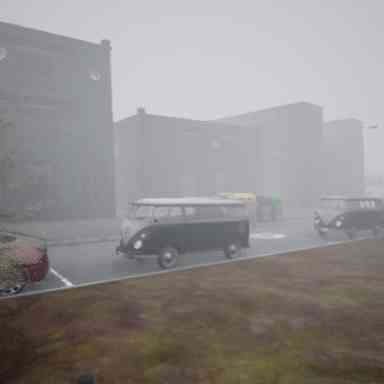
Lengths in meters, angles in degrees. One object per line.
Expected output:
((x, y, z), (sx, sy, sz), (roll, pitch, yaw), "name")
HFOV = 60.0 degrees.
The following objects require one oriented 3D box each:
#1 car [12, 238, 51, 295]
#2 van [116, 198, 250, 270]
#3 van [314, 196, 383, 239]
((-5.495, 1.455, 6.803), (4.792, 1.488, 2.163), (1, 0, -37), "car")
((-0.199, 1.194, 10.593), (4.442, 1.987, 1.878), (1, 0, -38), "van")
((7.806, 1.185, 16.505), (4.442, 1.987, 1.878), (1, 0, -38), "van")
